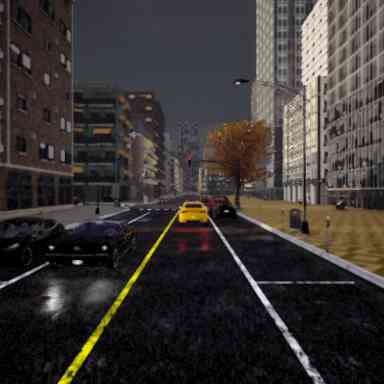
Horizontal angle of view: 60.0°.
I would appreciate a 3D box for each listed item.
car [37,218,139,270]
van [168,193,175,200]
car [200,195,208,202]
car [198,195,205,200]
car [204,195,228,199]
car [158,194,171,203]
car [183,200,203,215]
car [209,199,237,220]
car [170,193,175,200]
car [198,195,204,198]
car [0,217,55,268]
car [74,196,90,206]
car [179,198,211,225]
[{"bbox_3d":[-3.074,1.583,11.145,1.895,1.301,4.718,0,0,0],"label":"car"},{"bbox_3d":[-5.710,1.272,93.350,1.690,1.788,3.998,0,0,0],"label":"van"},{"bbox_3d":[2.674,1.455,76.923,1.752,1.417,4.829,0,0,0],"label":"car"},{"bbox_3d":[2.670,1.514,93.350,1.802,1.307,4.206,0,0,0],"label":"car"},{"bbox_3d":[2.685,1.271,33.299,2.192,1.841,5.009,0,0,0],"label":"car"},{"bbox_3d":[-5.703,1.482,65.686,2.008,1.369,4.403,0,0,0],"label":"car"},{"bbox_3d":[0.094,1.556,33.799,1.895,1.301,4.718,0,0,0],"label":"car"},{"bbox_3d":[2.686,1.528,27.776,1.947,1.339,4.313,0,0,0],"label":"car"},{"bbox_3d":[-5.706,1.480,76.752,2.008,1.369,4.403,0,0,0],"label":"car"},{"bbox_3d":[2.677,1.477,65.687,1.887,1.381,4.507,0,0,0],"label":"car"},{"bbox_3d":[-5.691,1.547,11.206,1.947,1.339,4.313,0,0,0],"label":"car"},{"bbox_3d":[-16.436,1.282,46.277,4.403,1.369,2.008,1,-1,-1],"label":"car"},{"bbox_3d":[0.095,1.444,23.529,1.882,1.535,5.008,0,0,0],"label":"car"}]
